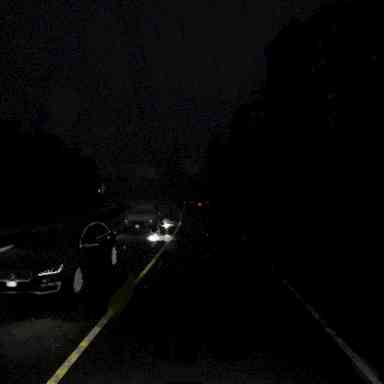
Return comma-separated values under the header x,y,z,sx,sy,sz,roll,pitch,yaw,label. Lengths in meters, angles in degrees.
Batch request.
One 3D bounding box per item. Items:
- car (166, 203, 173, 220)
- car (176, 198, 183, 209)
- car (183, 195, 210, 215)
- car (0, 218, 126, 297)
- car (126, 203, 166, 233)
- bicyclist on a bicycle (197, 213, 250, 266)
x,y,z,sx,sy,sz,roll,pitch,yaw,label
-2.624,1.635,28.222,1.994,1.385,4.181,0,0,-1,car
-1.167,1.630,49.127,1.837,1.490,4.892,0,0,-10,car
0.546,1.312,35.284,2.150,2.045,5.566,0,0,-4,car
-3.314,1.525,8.739,1.837,1.490,4.892,0,-1,3,car
-2.882,1.574,20.168,1.812,1.442,4.674,0,0,1,car
0.941,1.476,10.166,1.656,1.620,0.582,-2,0,3,bicyclist on a bicycle
